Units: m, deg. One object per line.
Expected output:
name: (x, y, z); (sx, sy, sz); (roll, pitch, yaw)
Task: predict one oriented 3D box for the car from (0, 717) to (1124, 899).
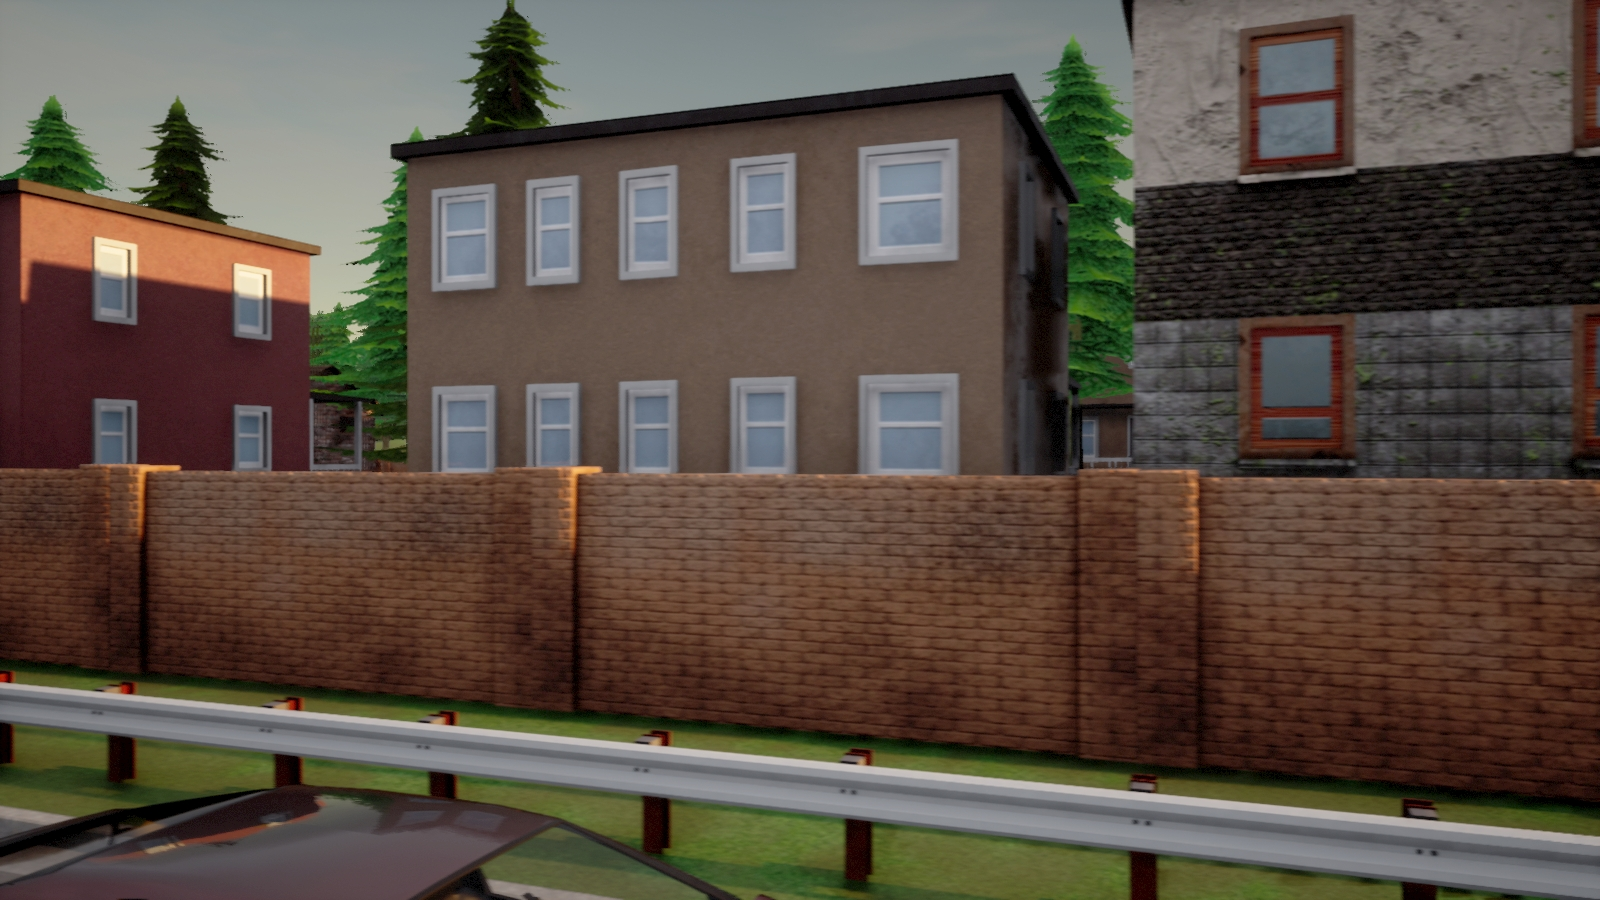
car: (-1.341, 2.044, 3.790); (4.514, 1.525, 2.007); (0, 0, 20)
